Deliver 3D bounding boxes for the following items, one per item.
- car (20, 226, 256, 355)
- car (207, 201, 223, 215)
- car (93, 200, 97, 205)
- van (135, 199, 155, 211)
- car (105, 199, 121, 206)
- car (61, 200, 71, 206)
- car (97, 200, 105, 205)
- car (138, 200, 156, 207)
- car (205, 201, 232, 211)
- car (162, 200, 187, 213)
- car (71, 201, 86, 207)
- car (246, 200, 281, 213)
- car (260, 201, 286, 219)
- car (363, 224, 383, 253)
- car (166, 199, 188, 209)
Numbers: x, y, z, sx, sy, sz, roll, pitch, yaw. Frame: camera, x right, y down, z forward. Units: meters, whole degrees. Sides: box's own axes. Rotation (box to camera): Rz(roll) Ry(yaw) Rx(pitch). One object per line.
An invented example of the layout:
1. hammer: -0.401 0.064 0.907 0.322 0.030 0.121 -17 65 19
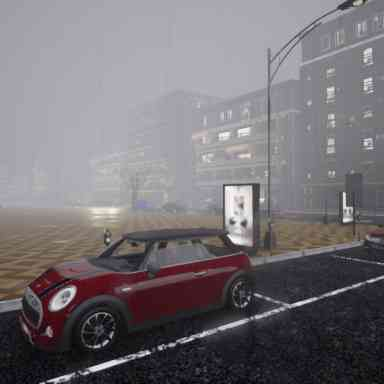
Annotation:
1. car: -0.812 1.440 6.011 4.097 1.590 1.967 0 0 -36
2. car: 3.713 1.974 36.826 2.008 1.369 4.403 -2 0 -36
3. car: -25.792 2.805 91.184 1.887 1.381 4.507 -2 0 -36
4. van: -7.419 2.040 52.090 1.690 1.788 3.998 -2 0 -36
5. car: -19.185 2.536 82.219 1.967 1.590 4.097 -2 0 -36
6. car: -32.537 2.867 86.212 1.887 1.381 4.507 -2 0 -36
7. car: -22.486 2.744 86.702 1.947 1.339 4.313 -2 0 -36
8. car: -9.266 2.432 68.772 1.802 1.307 4.206 -2 0 -36
9. car: 4.016 2.105 50.889 1.802 1.307 4.206 -2 0 -36
10. car: -2.439 2.120 45.248 1.887 1.381 4.507 -2 0 -36
11. car: -25.927 2.709 77.247 2.008 1.369 4.403 -2 0 -36
12. car: 9.337 1.832 43.753 1.967 1.590 4.097 -2 0 -36
13. car: 7.018 1.893 32.344 2.008 1.369 4.403 -2 0 -36
14. car: 8.134 1.584 12.507 4.206 1.307 1.802 0 0 -36
15. car: -2.657 2.127 59.809 1.967 1.590 4.097 -2 0 -36
